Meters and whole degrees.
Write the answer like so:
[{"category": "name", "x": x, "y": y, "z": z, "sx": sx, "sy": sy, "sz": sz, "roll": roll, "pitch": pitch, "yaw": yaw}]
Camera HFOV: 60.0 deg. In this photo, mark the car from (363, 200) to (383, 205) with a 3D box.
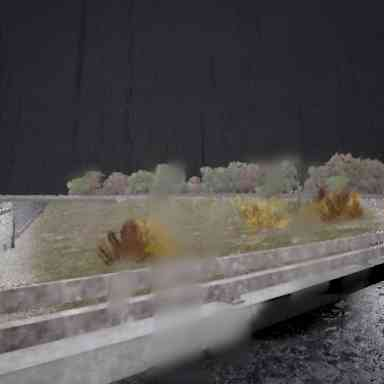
[{"category": "car", "x": 43.884, "y": 2.604, "z": 81.742, "sx": 2.033, "sy": 1.411, "sz": 5.357, "roll": 0, "pitch": -1, "yaw": 2}]
